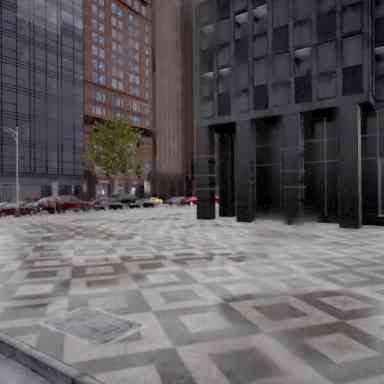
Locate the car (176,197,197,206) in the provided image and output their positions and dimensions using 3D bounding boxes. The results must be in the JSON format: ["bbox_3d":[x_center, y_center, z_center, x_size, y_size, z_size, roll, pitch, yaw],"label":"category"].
[{"bbox_3d":[-0.026,1.463,53.064,1.887,1.381,4.507,-1,0,35],"label":"car"}]

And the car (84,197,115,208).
[{"bbox_3d":[-13.450,1.486,48.642,1.967,1.590,4.097,-1,0,35],"label":"car"}]

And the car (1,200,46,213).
[{"bbox_3d":[-19.864,1.644,39.366,1.947,1.339,4.313,-1,0,35],"label":"car"}]

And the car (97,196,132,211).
[{"bbox_3d":[-9.648,1.526,39.152,1.947,1.339,4.313,-1,0,35],"label":"car"}]

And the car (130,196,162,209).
[{"bbox_3d":[-6.440,1.510,43.788,1.947,1.339,4.313,-1,0,35],"label":"car"}]

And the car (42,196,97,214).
[{"bbox_3d":[-12.857,1.291,34.515,2.192,1.841,5.009,-1,0,35],"label":"car"}]

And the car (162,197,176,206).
[{"bbox_3d":[-2.033,1.497,54.758,2.033,1.411,5.357,-1,0,35],"label":"car"}]

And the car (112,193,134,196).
[{"bbox_3d":[-10.511,1.229,48.039,2.150,2.045,5.566,-1,0,35],"label":"car"}]

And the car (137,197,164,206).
[{"bbox_3d":[-7.129,1.546,57.778,1.752,1.417,4.829,-1,0,35],"label":"car"}]

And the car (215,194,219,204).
[{"bbox_3d":[3.181,1.223,57.703,2.192,1.841,5.009,-1,0,35],"label":"car"}]

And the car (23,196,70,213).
[{"bbox_3d":[-16.879,1.394,38.843,2.097,1.767,4.553,-1,0,35],"label":"car"}]

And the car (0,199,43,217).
[{"bbox_3d":[-16.063,1.578,29.876,1.802,1.307,4.206,-1,0,35],"label":"car"}]

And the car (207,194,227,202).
[{"bbox_3d":[5.798,1.298,76.472,2.192,1.841,5.009,-1,0,35],"label":"car"}]

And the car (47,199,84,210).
[{"bbox_3d":[-16.656,1.643,44.004,1.802,1.307,4.206,-1,0,35],"label":"car"}]

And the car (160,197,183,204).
[{"bbox_3d":[-3.824,1.576,62.557,1.947,1.339,4.313,-1,0,35],"label":"car"}]
